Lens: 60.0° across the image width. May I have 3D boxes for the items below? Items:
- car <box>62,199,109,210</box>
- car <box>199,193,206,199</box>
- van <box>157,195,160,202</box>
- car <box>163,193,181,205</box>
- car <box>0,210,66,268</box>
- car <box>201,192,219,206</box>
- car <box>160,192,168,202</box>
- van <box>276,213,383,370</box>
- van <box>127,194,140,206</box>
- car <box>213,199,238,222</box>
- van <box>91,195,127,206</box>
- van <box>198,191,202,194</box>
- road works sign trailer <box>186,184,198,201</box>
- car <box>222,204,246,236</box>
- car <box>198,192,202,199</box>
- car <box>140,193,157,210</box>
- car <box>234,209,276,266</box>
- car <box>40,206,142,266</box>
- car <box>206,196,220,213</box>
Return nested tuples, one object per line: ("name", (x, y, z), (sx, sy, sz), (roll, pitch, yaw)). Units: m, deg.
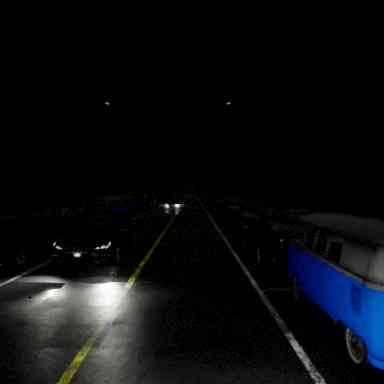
("car", (-5.766, 1.344, 16.623), (1.967, 1.590, 4.097), (0, 0, 0))
("car", (2.755, 1.070, 90.080), (1.752, 1.417, 4.829), (0, 0, 0))
("van", (-5.768, 1.095, 44.804), (1.690, 1.788, 3.998), (0, 0, 0))
("car", (-3.077, 1.241, 52.540), (1.812, 1.442, 4.674), (0, 0, 0))
("car", (-5.766, 1.501, 10.987), (1.947, 1.339, 4.313), (0, 0, 0))
("car", (2.757, 1.069, 44.819), (2.192, 1.841, 5.009), (0, 0, 0))
("car", (-5.768, 1.217, 61.716), (1.887, 1.381, 4.507), (0, 0, 0))
("van", (2.759, 1.308, 5.366), (1.690, 1.788, 3.998), (0, 0, 0))
("van", (-5.767, 1.183, 27.895), (1.690, 1.788, 3.998), (0, 0, 0))
("car", (2.759, 1.423, 22.276), (2.008, 1.369, 4.403), (0, 0, 0))
("van", (-5.767, 1.214, 22.259), (1.690, 1.788, 3.998), (0, 0, 0))
("van", (2.755, 0.962, 73.000), (1.690, 1.788, 3.998), (0, 0, 0))
("road works sign trailer", (-0.004, 0.102, 69.312), (2.380, 3.560, 2.880), (0, 0, 0))
("car", (2.759, 1.485, 16.640), (1.802, 1.307, 4.206), (0, 0, 0))
("car", (2.756, 1.171, 67.536), (1.752, 1.417, 4.829), (0, 0, 0))
("car", (-5.768, 1.098, 39.168), (2.192, 1.841, 5.009), (0, 0, 0))
("car", (2.759, 1.486, 11.004), (2.008, 1.369, 4.403), (0, 0, 0))
("car", (-3.101, 1.437, 11.410), (1.837, 1.490, 4.892), (0, 0, 0))
("car", (2.758, 1.357, 33.548), (1.887, 1.381, 4.507), (0, 0, 0))
